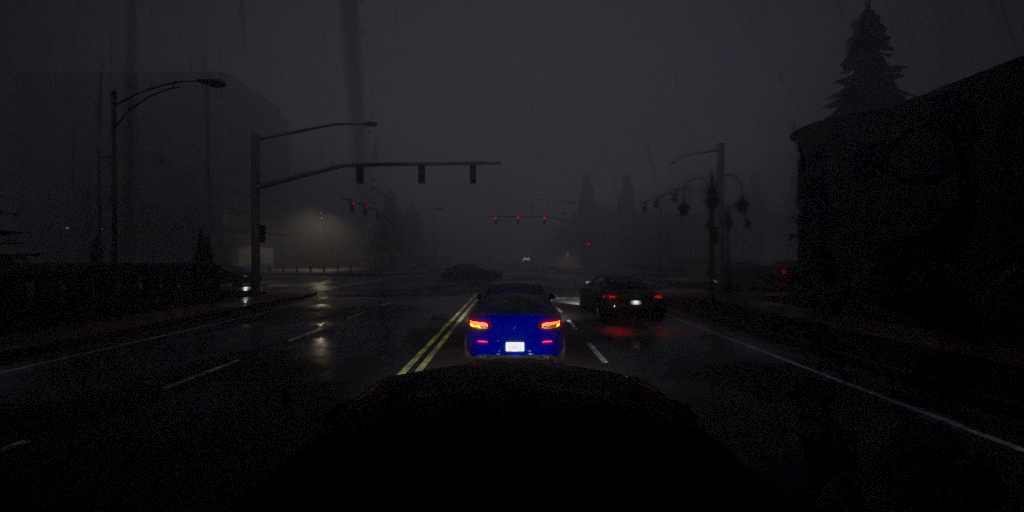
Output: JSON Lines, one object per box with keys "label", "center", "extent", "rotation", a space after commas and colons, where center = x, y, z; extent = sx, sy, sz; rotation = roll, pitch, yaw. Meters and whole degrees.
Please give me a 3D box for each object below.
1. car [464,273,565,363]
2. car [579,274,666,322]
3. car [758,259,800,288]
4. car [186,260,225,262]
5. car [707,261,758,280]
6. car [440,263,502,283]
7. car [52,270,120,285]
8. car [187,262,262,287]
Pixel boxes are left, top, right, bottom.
{"label": "car", "center": [0.063, 1.276, 7.998], "extent": [1.812, 1.442, 4.674], "rotation": [0, 0, 0]}
{"label": "car", "center": [3.581, 1.314, 12.349], "extent": [1.994, 1.385, 4.181], "rotation": [0, 0, 0]}
{"label": "car", "center": [19.272, 1.101, 23.485], "extent": [4.553, 1.767, 2.097], "rotation": [0, 0, 0]}
{"label": "car", "center": [-22.693, 1.102, 27.386], "extent": [4.553, 1.767, 2.097], "rotation": [0, 0, 0]}
{"label": "car", "center": [19.374, 1.227, 30.754], "extent": [5.008, 1.535, 1.882], "rotation": [0, 0, -1]}
{"label": "car", "center": [-3.042, 1.275, 27.133], "extent": [4.674, 1.442, 1.812], "rotation": [0, 0, 2]}
{"label": "car", "center": [-28.561, 1.350, 23.892], "extent": [4.718, 1.301, 1.895], "rotation": [0, 0, 0]}
{"label": "car", "center": [-19.315, 1.275, 23.904], "extent": [4.674, 1.442, 1.812], "rotation": [0, 0, 0]}
